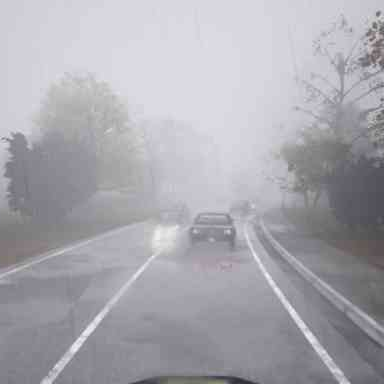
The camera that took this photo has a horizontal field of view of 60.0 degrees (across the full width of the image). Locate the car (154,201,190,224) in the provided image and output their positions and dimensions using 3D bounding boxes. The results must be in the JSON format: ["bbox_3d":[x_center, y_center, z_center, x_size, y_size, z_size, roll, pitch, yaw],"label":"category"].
[{"bbox_3d":[-1.332,1.419,24.488,2.128,1.511,4.902,1,0,11],"label":"car"}]

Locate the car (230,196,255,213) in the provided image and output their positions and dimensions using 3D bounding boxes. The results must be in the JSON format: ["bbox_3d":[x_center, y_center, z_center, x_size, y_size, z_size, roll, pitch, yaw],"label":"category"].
[{"bbox_3d":[5.489,1.554,37.535,2.033,1.411,5.357,1,0,17],"label":"car"}]

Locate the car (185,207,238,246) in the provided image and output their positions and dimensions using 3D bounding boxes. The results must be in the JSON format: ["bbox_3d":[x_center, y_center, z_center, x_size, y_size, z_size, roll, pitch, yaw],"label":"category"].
[{"bbox_3d":[1.020,1.587,15.319,1.895,1.301,4.718,1,0,6],"label":"car"}]

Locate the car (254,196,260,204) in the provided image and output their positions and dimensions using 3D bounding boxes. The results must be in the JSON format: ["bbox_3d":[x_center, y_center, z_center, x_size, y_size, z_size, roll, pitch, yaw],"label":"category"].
[{"bbox_3d":[11.600,1.495,63.307,2.128,1.511,4.902,2,1,25],"label":"car"}]
